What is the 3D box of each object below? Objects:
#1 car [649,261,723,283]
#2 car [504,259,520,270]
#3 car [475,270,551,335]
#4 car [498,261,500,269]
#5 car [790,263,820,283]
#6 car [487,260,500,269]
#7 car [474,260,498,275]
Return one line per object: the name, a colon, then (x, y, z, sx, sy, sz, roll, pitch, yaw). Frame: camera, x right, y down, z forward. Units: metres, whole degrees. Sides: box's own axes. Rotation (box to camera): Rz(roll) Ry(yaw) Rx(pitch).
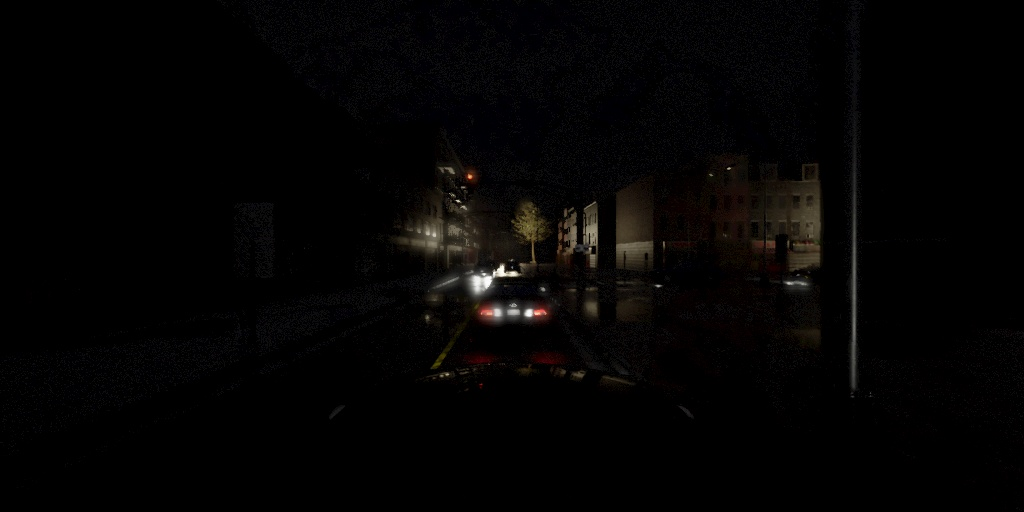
car: (12.532, 1.150, 26.036, 5.008, 1.535, 1.882, 0, 0, 0)
car: (0.025, 1.328, 45.028, 1.994, 1.385, 4.181, 0, 0, 0)
car: (0.048, 1.297, 10.435, 2.033, 1.411, 5.357, 0, 0, 0)
car: (-2.930, 1.331, 47.767, 1.994, 1.385, 4.181, 0, 0, 0)
car: (22.831, 1.179, 26.082, 4.181, 1.385, 1.994, -1, 0, 0)
car: (-2.945, 1.343, 57.764, 1.994, 1.385, 4.181, 0, 0, -1)
car: (-2.908, 1.250, 37.934, 2.128, 1.511, 4.902, 0, 0, 0)
